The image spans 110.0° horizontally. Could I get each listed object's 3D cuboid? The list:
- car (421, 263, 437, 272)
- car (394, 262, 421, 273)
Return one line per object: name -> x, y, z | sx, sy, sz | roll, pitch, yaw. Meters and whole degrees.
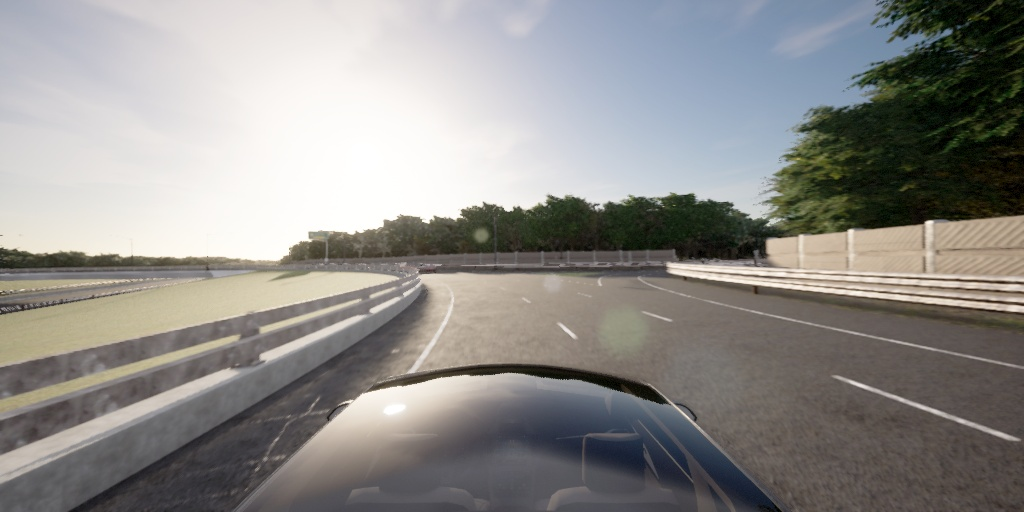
car -> -14.453, 2.052, 61.157 | 1.994, 1.385, 4.181 | 0, -1, -35
car -> -17.165, 1.859, 58.926 | 2.097, 1.767, 4.553 | 0, -1, -35
